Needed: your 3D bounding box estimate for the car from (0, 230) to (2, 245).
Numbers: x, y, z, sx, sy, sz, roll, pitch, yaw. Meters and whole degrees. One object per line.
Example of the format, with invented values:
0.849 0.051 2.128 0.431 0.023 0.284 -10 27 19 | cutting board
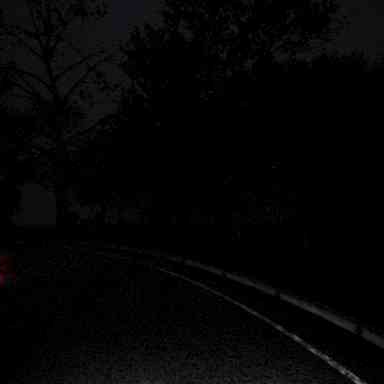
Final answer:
-10.095 1.513 13.661 4.553 1.767 2.097 -1 0 25 | car
